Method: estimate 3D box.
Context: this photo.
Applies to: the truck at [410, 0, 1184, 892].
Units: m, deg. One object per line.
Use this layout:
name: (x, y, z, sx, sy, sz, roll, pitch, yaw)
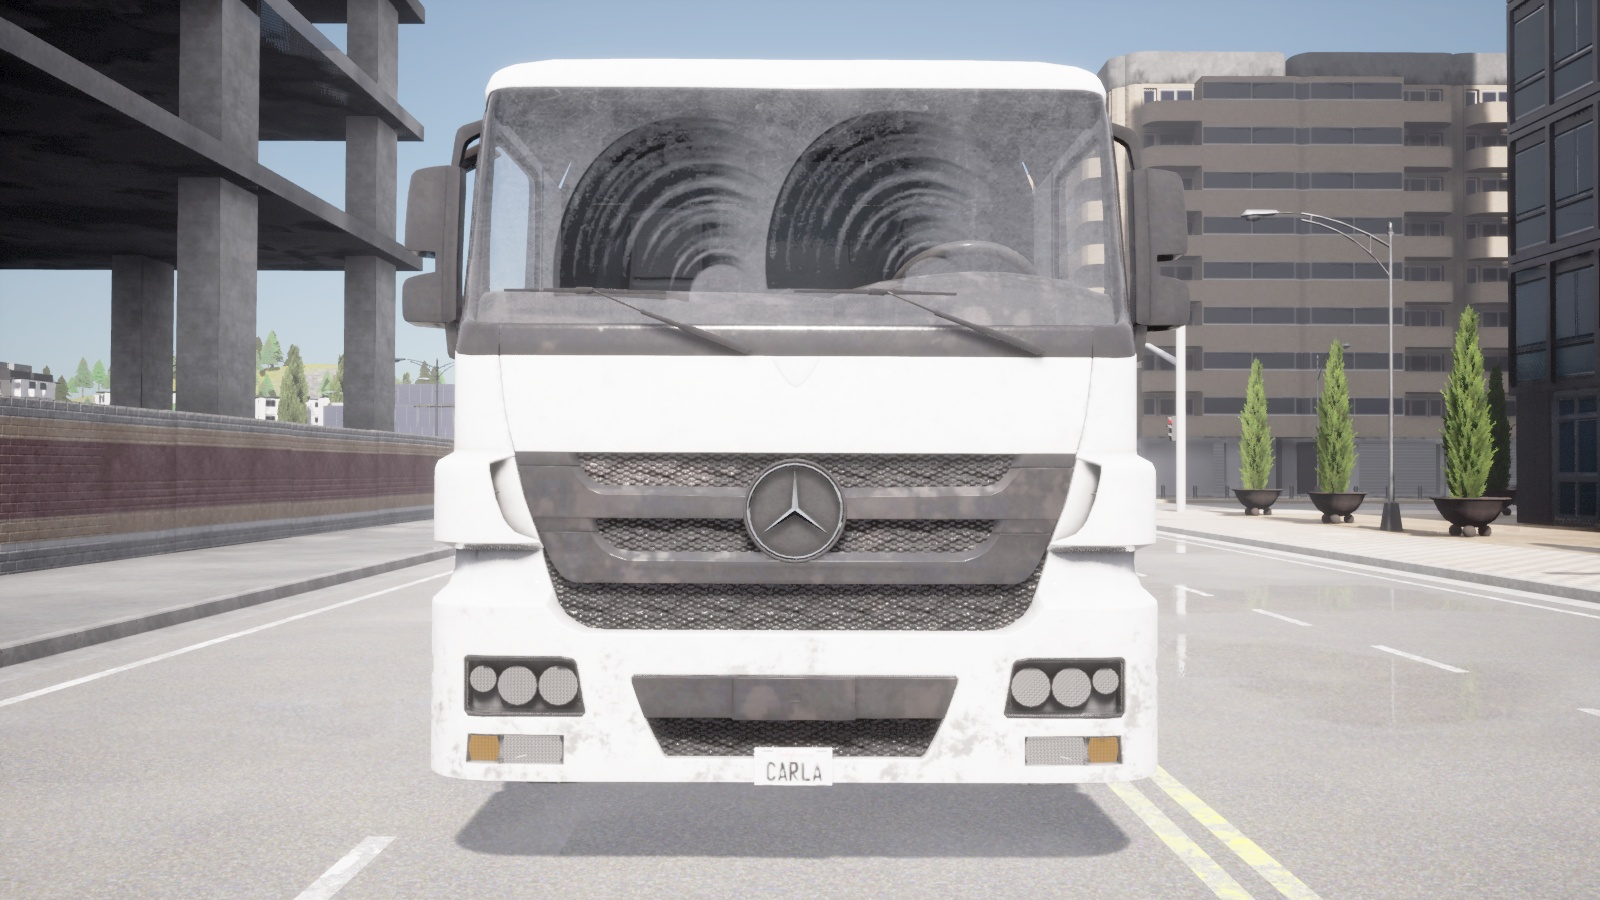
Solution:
truck: (-0.027, -0.022, 8.684, 2.891, 3.462, 7.936, 0, -1, 0)
